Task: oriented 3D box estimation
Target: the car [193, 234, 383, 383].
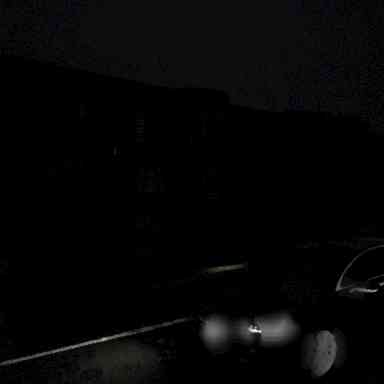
[{"bbox_3d":[2.300,1.514,5.498,4.892,1.490,1.837,1,0,-33],"label":"car"}]
